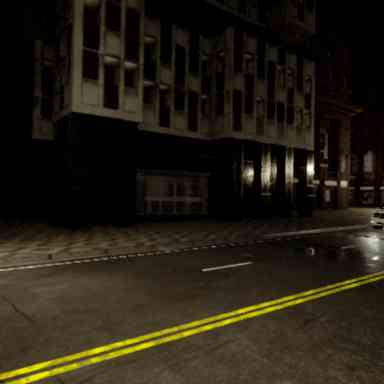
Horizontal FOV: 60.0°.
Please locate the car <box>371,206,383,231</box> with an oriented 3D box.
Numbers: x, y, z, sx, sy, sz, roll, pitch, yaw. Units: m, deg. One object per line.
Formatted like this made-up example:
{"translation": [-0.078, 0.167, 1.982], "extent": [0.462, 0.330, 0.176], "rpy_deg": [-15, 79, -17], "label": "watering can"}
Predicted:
{"translation": [13.961, 1.486, 21.684], "extent": [5.566, 2.045, 2.150], "rpy_deg": [1, -1, -36], "label": "car"}
